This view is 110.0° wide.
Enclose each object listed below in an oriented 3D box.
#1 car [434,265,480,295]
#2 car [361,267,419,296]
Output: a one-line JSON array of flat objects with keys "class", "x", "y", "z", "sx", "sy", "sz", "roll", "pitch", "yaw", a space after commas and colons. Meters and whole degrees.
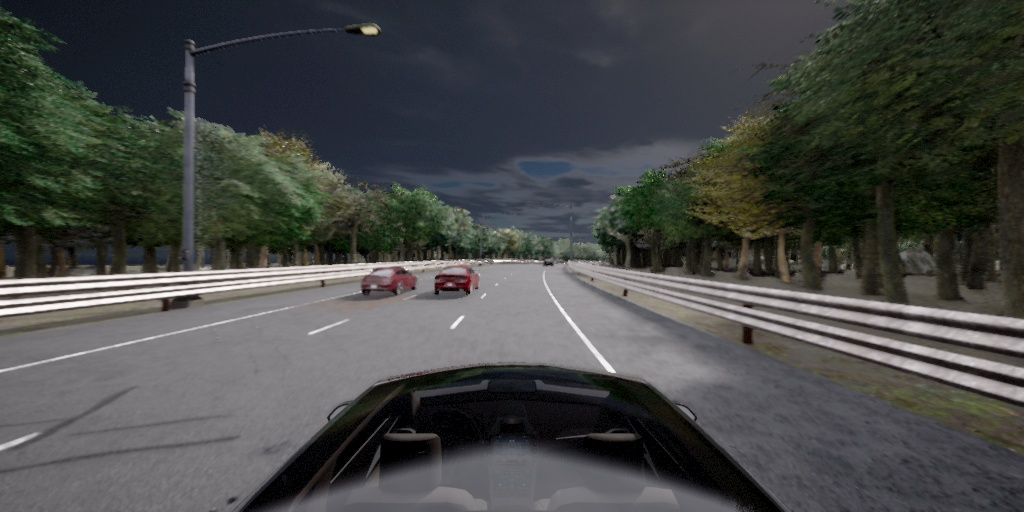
[{"class": "car", "x": -2.986, "y": 1.263, "z": 20.265, "sx": 1.882, "sy": 1.535, "sz": 5.008, "roll": 0, "pitch": 0, "yaw": 2}, {"class": "car", "x": -6.525, "y": 1.294, "z": 19.449, "sx": 1.812, "sy": 1.442, "sz": 4.674, "roll": 0, "pitch": 0, "yaw": 2}]
